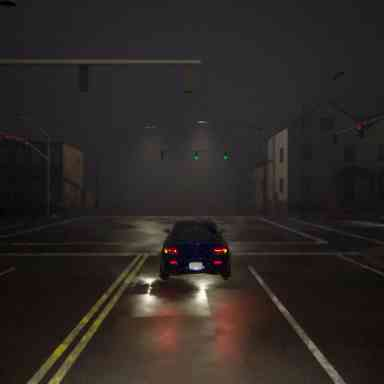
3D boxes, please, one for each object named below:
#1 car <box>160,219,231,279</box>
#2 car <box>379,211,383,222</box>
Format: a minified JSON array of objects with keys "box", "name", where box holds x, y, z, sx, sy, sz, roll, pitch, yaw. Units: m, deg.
[{"box":[0.094,1.552,10.027,1.812,1.442,4.674,0,0,0],"name":"car"},{"box":[16.344,1.590,24.535,4.674,1.442,1.812,0,0,-1],"name":"car"}]
